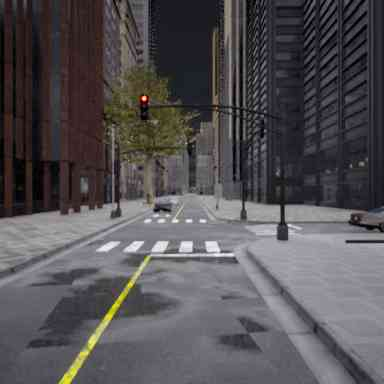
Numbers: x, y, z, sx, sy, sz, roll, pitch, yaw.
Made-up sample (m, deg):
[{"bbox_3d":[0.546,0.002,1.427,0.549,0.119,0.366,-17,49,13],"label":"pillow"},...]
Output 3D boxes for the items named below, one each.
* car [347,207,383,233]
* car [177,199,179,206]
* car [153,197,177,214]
[{"bbox_3d":[11.531,1.488,18.297,5.357,1.411,2.033,0,0,0],"label":"car"},{"bbox_3d":[-3.067,1.549,53.646,1.812,1.442,4.674,0,0,0],"label":"car"},{"bbox_3d":[-3.088,1.549,36.124,2.033,1.411,5.357,0,0,0],"label":"car"}]
